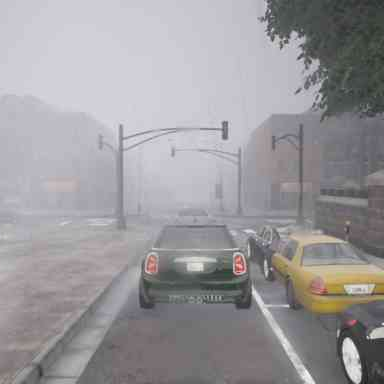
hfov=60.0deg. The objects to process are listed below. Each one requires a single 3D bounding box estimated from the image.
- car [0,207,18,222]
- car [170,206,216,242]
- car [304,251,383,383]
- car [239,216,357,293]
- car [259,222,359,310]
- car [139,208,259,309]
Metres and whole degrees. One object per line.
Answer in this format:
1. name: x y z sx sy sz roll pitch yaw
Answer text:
1. car: -14.718 1.426 23.129 4.892 1.490 1.837 1 1 0
2. car: 0.042 1.555 17.464 2.033 1.411 5.357 0 0 0
3. car: 2.626 1.550 2.486 2.008 1.369 4.403 -1 0 0
4. car: 2.668 1.548 9.622 2.008 1.369 4.403 -1 0 0
5. car: 2.688 1.523 7.648 1.752 1.417 4.829 -1 0 0
6. car: 0.080 1.350 8.030 2.097 1.767 4.553 0 0 0
